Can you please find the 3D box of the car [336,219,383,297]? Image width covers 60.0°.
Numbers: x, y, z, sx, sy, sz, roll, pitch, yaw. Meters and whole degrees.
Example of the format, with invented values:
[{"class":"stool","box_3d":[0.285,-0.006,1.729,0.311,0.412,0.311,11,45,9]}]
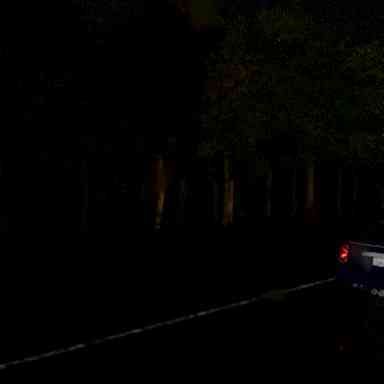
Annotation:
[{"class":"car","box_3d":[5.308,1.356,7.520,4.553,1.767,2.097,0,0,-35]}]
